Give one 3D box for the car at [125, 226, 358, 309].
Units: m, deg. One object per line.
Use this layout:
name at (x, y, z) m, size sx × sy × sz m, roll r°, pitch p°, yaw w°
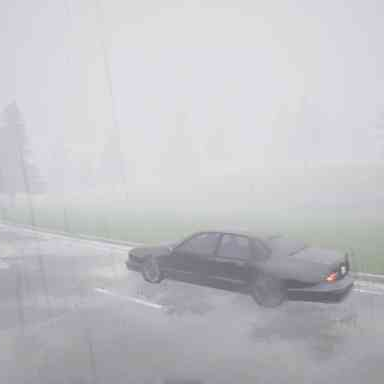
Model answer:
car at (0.872, 1.547, 7.867) m, size 5.357 × 1.411 × 2.033 m, roll 0°, pitch 0°, yaw 35°
